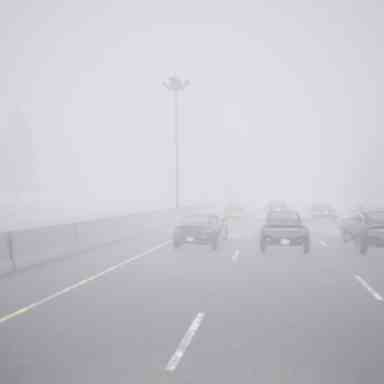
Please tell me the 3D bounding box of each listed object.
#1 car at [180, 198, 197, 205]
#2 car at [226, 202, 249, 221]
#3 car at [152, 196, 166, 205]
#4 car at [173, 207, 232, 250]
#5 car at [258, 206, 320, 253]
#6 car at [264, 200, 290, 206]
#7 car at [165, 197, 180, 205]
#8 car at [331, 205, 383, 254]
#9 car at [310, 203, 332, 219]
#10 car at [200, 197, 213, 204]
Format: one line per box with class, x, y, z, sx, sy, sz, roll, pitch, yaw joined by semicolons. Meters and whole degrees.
car;-0.287;2.081;72.022;2.033;1.411;5.357;-1;0;13
car;3.964;1.649;29.610;1.882;1.535;5.008;-1;0;14
car;-7.106;1.866;73.623;2.150;2.045;5.566;-1;0;13
car;0.457;1.632;14.955;1.812;1.442;4.674;-1;0;14
car;3.835;1.549;14.038;2.128;1.511;4.902;-1;0;14
car;7.274;1.470;28.426;2.097;1.767;4.553;-1;-1;14
car;-3.692;2.091;72.836;1.837;1.490;4.892;-1;0;13
car;7.240;1.499;13.227;2.128;1.511;4.902;-1;0;14
car;10.656;1.617;27.518;2.033;1.411;5.357;-1;0;13
car;3.121;1.846;71.238;2.097;1.767;4.553;-1;0;13
